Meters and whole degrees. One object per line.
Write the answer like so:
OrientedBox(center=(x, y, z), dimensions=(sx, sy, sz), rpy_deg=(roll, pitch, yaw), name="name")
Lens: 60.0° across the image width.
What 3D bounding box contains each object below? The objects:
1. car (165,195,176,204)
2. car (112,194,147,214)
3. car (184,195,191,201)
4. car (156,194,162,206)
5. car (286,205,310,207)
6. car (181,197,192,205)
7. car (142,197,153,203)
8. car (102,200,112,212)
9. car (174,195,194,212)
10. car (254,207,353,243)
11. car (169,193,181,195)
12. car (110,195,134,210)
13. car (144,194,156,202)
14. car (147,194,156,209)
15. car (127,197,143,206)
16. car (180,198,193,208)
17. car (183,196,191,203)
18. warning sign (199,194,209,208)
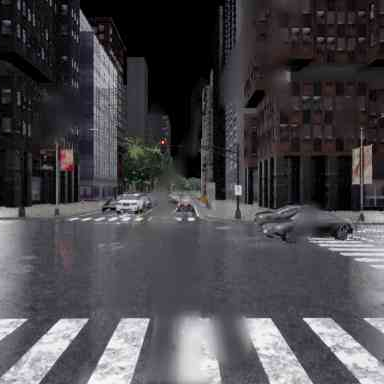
OrientedBox(center=(-3.632, 1.671, 65.356), dimensions=(1.895, 1.301, 4.718), rpy_deg=(0, 0, -1), name="car")
OrientedBox(center=(-6.553, 1.223, 35.613), dimensions=(2.150, 2.045, 5.566), rpy_deg=(0, 0, -1), name="car")
OrientedBox(center=(-1.190, 1.574, 87.875), dimensions=(1.967, 1.590, 4.097), rpy_deg=(0, 0, -1), name="car")
OrientedBox(center=(-6.730, 1.398, 55.839), dimensions=(2.097, 1.767, 4.553), rpy_deg=(0, 0, 0), name="car")
OrientedBox(center=(6.492, 1.605, 21.466), dimensions=(4.902, 1.511, 2.128), rpy_deg=(1, 0, 7), name="car")
OrientedBox(center=(-0.931, 1.603, 60.751), dimensions=(1.887, 1.381, 4.507), rpy_deg=(0, 0, -1), name="car")
OrientedBox(center=(-9.559, 1.668, 71.528), dimensions=(1.802, 1.307, 4.206), rpy_deg=(0, 0, -1), name="car")
OrientedBox(center=(-9.250, 1.574, 38.974), dimensions=(1.947, 1.339, 4.313), rpy_deg=(0, 0, -1), name="car")
OrientedBox(center=(-0.725, 1.448, 39.052), dimensions=(1.967, 1.590, 4.097), rpy_deg=(0, 0, -1), name="car")
OrientedBox(center=(5.711, 1.633, 16.445), dimensions=(4.674, 1.442, 1.812), rpy_deg=(1, 0, -17), name="car")
OrientedBox(center=(-3.829, 1.575, 75.426), dimensions=(1.882, 1.535, 5.008), rpy_deg=(0, 0, -1), name="car")
OrientedBox(center=(-9.302, 1.335, 44.400), dimensions=(2.192, 1.841, 5.009), rpy_deg=(0, 0, -1), name="car")
OrientedBox(center=(-9.612, 1.417, 76.955), dimensions=(2.192, 1.841, 5.009), rpy_deg=(0, 0, -1), name="car")
OrientedBox(center=(-6.644, 1.375, 45.638), dimensions=(2.097, 1.767, 4.553), rpy_deg=(0, 0, 0), name="car")
OrientedBox(center=(-9.403, 1.570, 55.081), dimensions=(1.752, 1.417, 4.829), rpy_deg=(0, 0, -1), name="car")
OrientedBox(center=(-0.828, 1.614, 49.901), dimensions=(1.802, 1.307, 4.206), rpy_deg=(0, 0, -1), name="car")
OrientedBox(center=(-1.036, 1.612, 71.770), dimensions=(1.752, 1.417, 4.829), rpy_deg=(0, 0, -1), name="car")
OrientedBox(center=(1.551, 1.131, 42.744), dimensions=(1.300, 1.860, 1.060), rpy_deg=(0, 0, -1), name="warning sign")
